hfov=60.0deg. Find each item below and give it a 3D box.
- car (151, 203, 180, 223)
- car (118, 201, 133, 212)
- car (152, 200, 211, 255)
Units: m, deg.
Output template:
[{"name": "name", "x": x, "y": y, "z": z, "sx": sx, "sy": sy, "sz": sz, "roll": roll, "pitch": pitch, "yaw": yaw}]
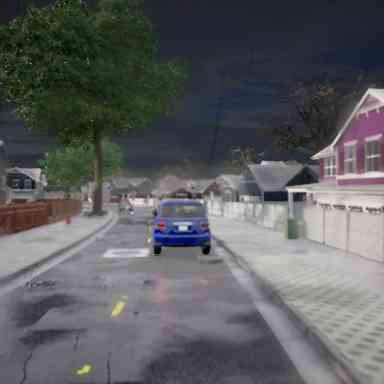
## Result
[{"name": "car", "x": -2.447, "y": 1.797, "z": 29.411, "sx": 2.128, "sy": 1.511, "sz": 4.902, "roll": 0, "pitch": 0, "yaw": -10}, {"name": "car", "x": -9.494, "y": 2.036, "z": 47.443, "sx": 2.128, "sy": 1.511, "sz": 4.902, "roll": 0, "pitch": -1, "yaw": -16}, {"name": "car", "x": -0.512, "y": 1.359, "z": 14.147, "sx": 2.150, "sy": 2.045, "sz": 5.566, "roll": 0, "pitch": 0, "yaw": -5}]
